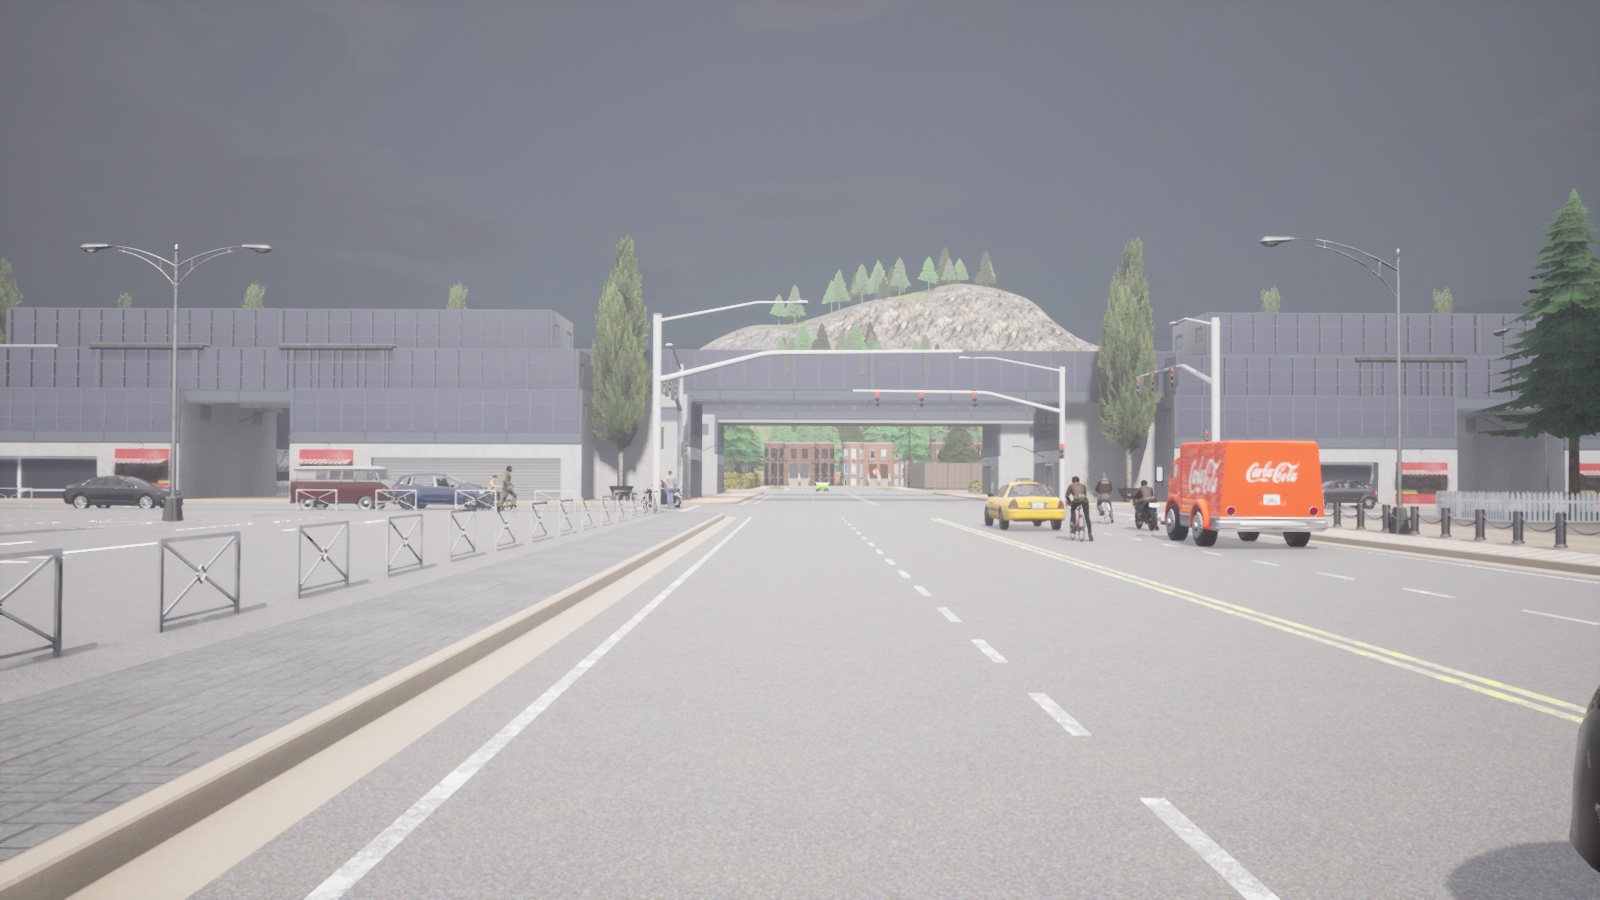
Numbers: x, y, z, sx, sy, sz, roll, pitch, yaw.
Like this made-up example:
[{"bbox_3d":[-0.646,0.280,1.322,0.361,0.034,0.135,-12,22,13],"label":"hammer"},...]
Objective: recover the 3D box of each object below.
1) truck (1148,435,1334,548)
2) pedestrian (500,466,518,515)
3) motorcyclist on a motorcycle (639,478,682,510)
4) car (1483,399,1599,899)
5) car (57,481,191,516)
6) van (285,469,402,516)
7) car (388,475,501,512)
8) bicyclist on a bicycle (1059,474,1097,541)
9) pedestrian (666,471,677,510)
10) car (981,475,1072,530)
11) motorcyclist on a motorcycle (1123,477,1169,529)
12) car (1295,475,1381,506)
[{"bbox_3d":[10.425,0.950,30.235,2.627,2.467,5.204,0,-1,0],"label":"truck"},{"bbox_3d":[-11.651,1.612,50.256,0.692,1.930,0.396,0,-1,-15],"label":"pedestrian"},{"bbox_3d":[-6.852,2.162,61.678,2.044,1.523,0.797,0,-1,0],"label":"motorcyclist on a motorcycle"},{"bbox_3d":[3.495,0.628,1.899,2.152,1.651,5.027,0,-1,0],"label":"car"},{"bbox_3d":[-29.633,2.135,55.117,4.892,1.490,1.837,0,-1,2],"label":"car"},{"bbox_3d":[-19.906,1.838,54.866,4.442,1.987,1.775,0,-1,1],"label":"van"},{"bbox_3d":[-16.445,1.990,58.284,4.611,1.667,2.242,0,-1,1],"label":"car"},{"bbox_3d":[6.926,1.423,31.345,0.582,1.620,1.656,0,-2,0],"label":"bicyclist on a bicycle"},{"bbox_3d":[-6.121,1.917,59.721,0.354,1.836,0.706,0,-1,-22],"label":"pedestrian"},{"bbox_3d":[6.909,1.571,38.807,1.801,1.575,5.366,0,-1,0],"label":"car"},{"bbox_3d":[10.411,1.579,37.835,0.797,1.523,2.044,0,-1,0],"label":"motorcyclist on a motorcycle"},{"bbox_3d":[27.965,2.098,65.376,3.705,1.549,1.789,0,-1,0],"label":"car"}]
